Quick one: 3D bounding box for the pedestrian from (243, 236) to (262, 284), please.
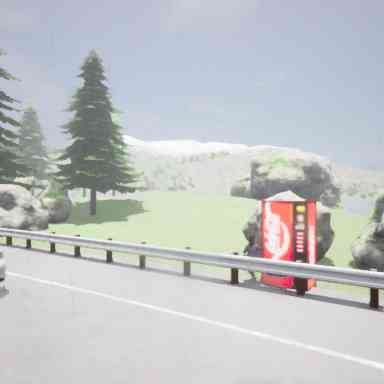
[{"bbox_3d":[1.468,1.293,8.094,0.375,1.860,0.375,0,0,34],"label":"pedestrian"}]

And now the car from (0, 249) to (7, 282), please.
[{"bbox_3d":[-6.262,1.524,7.818,4.674,1.442,1.812,0,0,31],"label":"car"}]

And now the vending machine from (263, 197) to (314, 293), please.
[{"bbox_3d":[2.365,1.195,8.100,0.880,2.100,1.100,0,0,34],"label":"vending machine"}]
